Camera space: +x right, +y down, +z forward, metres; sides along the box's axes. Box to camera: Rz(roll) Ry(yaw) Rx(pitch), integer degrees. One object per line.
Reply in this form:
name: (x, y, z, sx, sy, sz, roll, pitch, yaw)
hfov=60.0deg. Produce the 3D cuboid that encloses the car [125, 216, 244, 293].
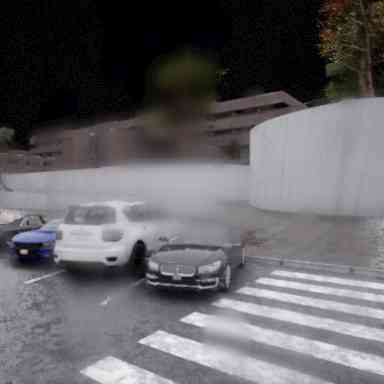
car: (0.334, 1.550, 9.259, 2.231, 1.521, 4.892, 0, -1, 15)

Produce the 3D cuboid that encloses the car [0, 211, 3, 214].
car: (-6.960, 1.668, 14.447, 2.231, 1.521, 4.892, -1, -1, 16)

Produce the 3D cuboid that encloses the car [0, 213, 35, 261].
car: (-4.523, 1.625, 12.723, 2.097, 1.535, 5.008, 0, -1, 16)

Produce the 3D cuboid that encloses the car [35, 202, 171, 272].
car: (-2.100, 1.334, 11.021, 2.435, 2.045, 5.566, -1, -1, 16)
